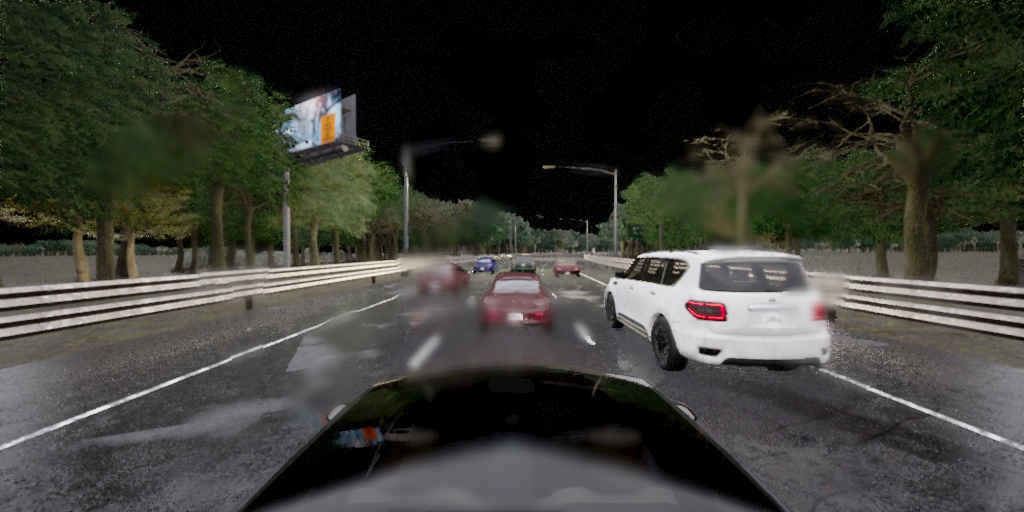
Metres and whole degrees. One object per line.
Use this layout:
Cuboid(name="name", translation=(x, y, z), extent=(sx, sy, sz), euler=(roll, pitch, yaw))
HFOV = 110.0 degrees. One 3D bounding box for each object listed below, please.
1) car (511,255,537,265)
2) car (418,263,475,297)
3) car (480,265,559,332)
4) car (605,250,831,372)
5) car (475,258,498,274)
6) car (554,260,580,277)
Cuboid(name="car", translation=(1.072, 0.723, 31.254), extent=(2.097, 1.767, 4.553), euler=(0, 1, 4))
Cuboid(name="car", translation=(-3.148, 1.074, 17.288), extent=(1.812, 1.442, 4.674), euler=(0, 1, 2))
Cuboid(name="car", translation=(0.161, 1.164, 10.276), extent=(1.812, 1.442, 4.674), euler=(0, 1, 1))
Cuboid(name="car", translation=(3.605, 0.897, 7.591), extent=(2.150, 2.045, 5.566), euler=(0, 1, 1))
Cuboid(name="car", translation=(-2.340, 0.879, 32.668), extent=(1.812, 1.442, 4.674), euler=(0, 1, 4))
Cuboid(name="car", translation=(4.476, 0.989, 29.836), extent=(1.895, 1.301, 4.718), euler=(0, 1, 4))
